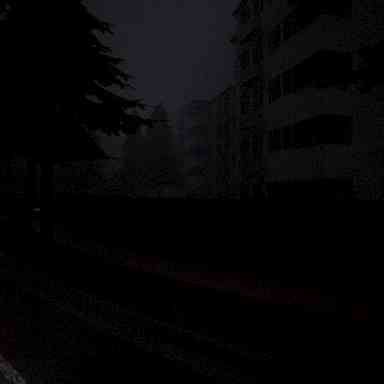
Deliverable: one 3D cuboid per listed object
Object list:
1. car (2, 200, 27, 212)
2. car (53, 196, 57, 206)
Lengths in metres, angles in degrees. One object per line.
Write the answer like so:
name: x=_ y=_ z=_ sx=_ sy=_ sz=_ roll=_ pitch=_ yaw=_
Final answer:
car: x=-20.175 y=1.562 z=38.786 sx=1.994 sy=1.385 sz=4.181 roll=0 pitch=0 yaw=2
car: x=-19.145 y=1.350 z=49.160 sx=2.097 sy=1.767 sz=4.553 roll=0 pitch=0 yaw=16
